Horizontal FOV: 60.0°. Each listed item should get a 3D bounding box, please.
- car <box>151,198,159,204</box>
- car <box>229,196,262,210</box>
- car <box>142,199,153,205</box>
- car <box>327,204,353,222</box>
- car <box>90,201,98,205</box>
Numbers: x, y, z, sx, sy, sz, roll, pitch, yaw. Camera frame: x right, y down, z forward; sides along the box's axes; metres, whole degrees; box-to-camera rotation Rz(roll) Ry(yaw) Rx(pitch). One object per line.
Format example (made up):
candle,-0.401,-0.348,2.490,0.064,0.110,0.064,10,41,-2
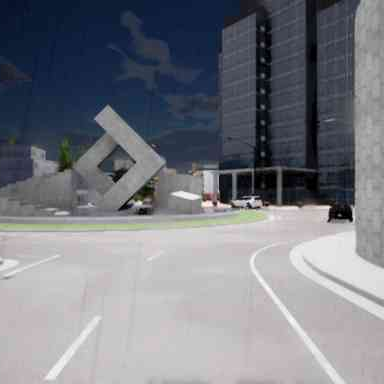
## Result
car,-10.107,2.450,91.134,1.895,1.301,4.718,0,-1,-1
car,8.460,1.726,52.795,2.150,2.045,5.566,1,-1,-41
car,-10.020,2.239,75.673,1.812,1.442,4.674,0,-1,4
car,12.926,1.759,29.094,1.882,1.535,5.008,0,0,24
car,-16.310,2.129,60.247,4.181,1.385,1.994,0,-1,-37
